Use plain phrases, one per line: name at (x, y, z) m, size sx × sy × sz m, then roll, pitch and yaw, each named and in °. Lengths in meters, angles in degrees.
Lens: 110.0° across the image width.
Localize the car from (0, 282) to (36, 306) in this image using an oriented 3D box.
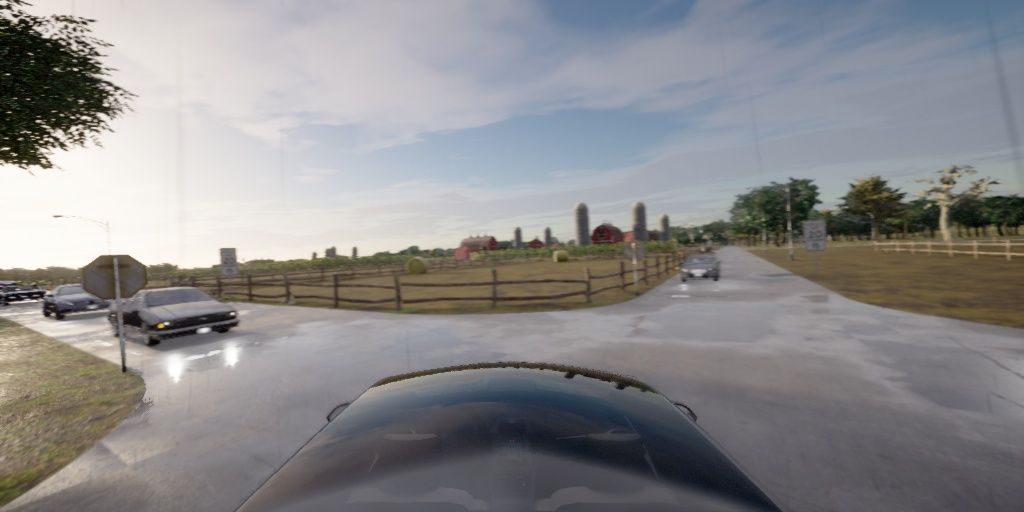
car at (-35.465, 2.780, 25.985) m, size 4.718 × 1.301 × 1.895 m, roll -3°, pitch 1°, yaw 31°

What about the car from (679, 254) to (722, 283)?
car at (10.903, 0.639, 20.672) m, size 2.128 × 1.511 × 4.902 m, roll -3°, pitch 0°, yaw 31°

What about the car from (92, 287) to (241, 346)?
car at (-10.498, 1.684, 10.953) m, size 5.357 × 1.411 × 2.033 m, roll -2°, pitch 1°, yaw 31°

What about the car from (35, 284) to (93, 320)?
car at (-20.481, 2.064, 16.968) m, size 4.674 × 1.442 × 1.812 m, roll -2°, pitch 1°, yaw 31°
